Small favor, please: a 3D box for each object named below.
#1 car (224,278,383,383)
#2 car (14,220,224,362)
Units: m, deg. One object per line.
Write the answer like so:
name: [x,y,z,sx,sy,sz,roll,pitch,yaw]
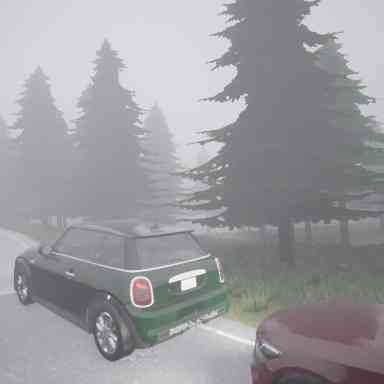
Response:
car: [2.753,1.531,2.593,4.674,1.442,1.812,1,0,36]
car: [-1.577,1.308,6.213,4.553,1.767,2.097,1,1,44]
